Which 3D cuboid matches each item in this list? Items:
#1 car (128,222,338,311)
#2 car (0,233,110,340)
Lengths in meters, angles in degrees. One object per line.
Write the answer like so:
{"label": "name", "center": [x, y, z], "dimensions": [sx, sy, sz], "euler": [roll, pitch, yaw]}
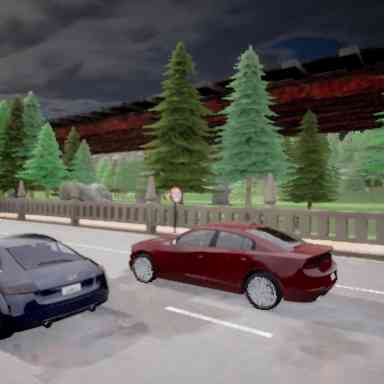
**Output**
{"label": "car", "center": [0.673, 1.439, 7.778], "dimensions": [5.008, 1.535, 1.882], "euler": [0, 0, 36]}
{"label": "car", "center": [-3.566, 1.515, 6.500], "dimensions": [4.181, 1.385, 1.994], "euler": [0, 0, 35]}
